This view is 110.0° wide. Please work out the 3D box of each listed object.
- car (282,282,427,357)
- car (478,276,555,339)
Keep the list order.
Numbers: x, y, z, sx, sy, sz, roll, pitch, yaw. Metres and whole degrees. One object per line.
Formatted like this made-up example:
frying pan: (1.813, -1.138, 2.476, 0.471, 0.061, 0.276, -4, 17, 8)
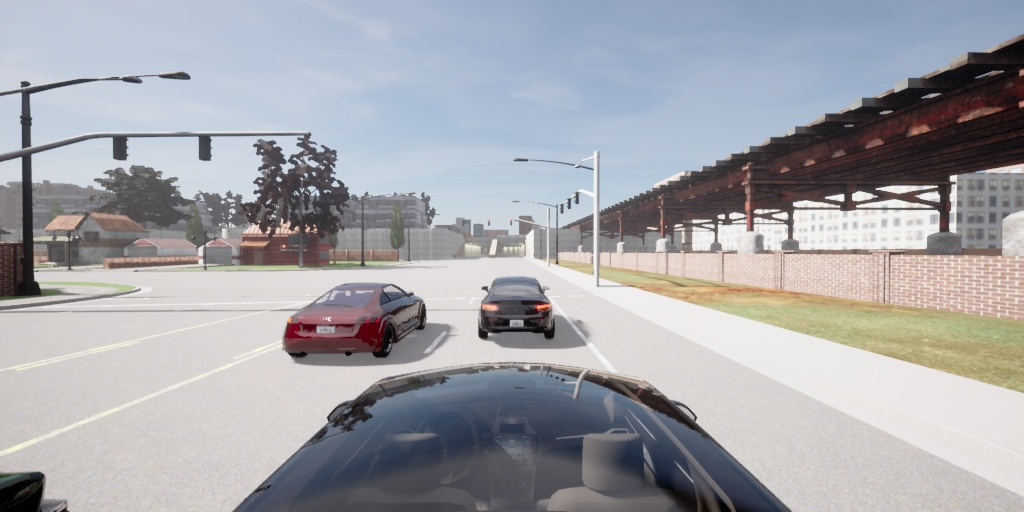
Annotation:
car: (-3.398, 1.314, 8.548, 1.994, 1.385, 4.181, 0, 0, 0)
car: (0.104, 1.276, 10.011, 1.812, 1.442, 4.674, 0, 0, 0)
